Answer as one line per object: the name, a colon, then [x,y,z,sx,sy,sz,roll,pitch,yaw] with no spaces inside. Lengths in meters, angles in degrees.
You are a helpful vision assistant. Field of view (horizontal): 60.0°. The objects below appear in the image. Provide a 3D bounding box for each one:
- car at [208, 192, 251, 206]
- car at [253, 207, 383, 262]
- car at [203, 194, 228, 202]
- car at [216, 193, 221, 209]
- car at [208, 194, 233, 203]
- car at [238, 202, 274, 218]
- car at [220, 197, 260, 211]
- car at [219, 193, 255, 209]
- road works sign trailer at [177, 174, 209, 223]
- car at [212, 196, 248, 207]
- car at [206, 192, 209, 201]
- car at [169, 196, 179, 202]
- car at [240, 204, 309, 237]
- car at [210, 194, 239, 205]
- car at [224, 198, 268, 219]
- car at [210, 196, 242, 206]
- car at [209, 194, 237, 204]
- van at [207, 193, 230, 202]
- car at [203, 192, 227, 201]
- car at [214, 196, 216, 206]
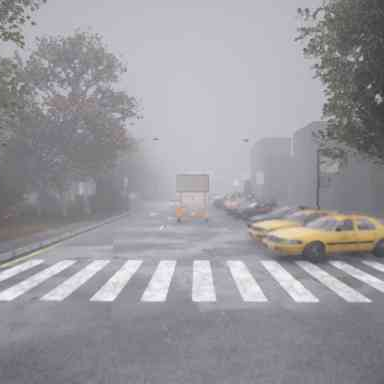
car: [5.459,1.157,42.029,5.566,2.045,2.435,1,0,-20]
car: [5.147,1.484,11.976,5.366,1.575,1.946,1,0,-20]
car: [5.518,1.400,78.026,5.366,1.575,1.946,1,0,-20]
car: [5.460,1.294,36.055,4.553,1.767,2.185,1,0,-20]
car: [5.671,1.273,66.078,4.553,1.767,2.185,1,0,-20]
car: [5.344,1.471,18.042,4.892,1.521,2.231,1,0,-20]
car: [5.362,1.463,30.034,4.792,1.488,2.163,1,0,-20]
car: [5.441,1.301,33.053,4.553,1.767,2.185,1,0,-20]
road works sign trailer: [0.064,0.427,24.788,2.380,3.560,2.880,0,0,0]
car: [5.484,1.430,48.045,4.792,1.488,2.163,1,0,-20]
car: [5.512,1.147,51.046,5.566,2.045,2.435,1,0,-20]
car: [-3.761,1.508,70.899,1.895,1.301,4.718,0,0,0]
car: [5.153,1.475,14.978,5.366,1.575,1.946,1,0,-20]
car: [5.547,1.270,57.060,4.553,1.767,2.185,1,0,-20]
car: [5.376,1.482,27.042,4.674,1.452,2.002,1,0,-20]
car: [5.531,1.426,54.046,4.792,1.488,2.163,1,0,-20]
car: [5.567,1.270,60.061,4.553,1.767,2.185,1,0,-20]
van: [5.780,1.178,72.126,4.442,1.987,1.878,1,0,-20]
car: [5.734,1.158,84.118,5.566,2.045,2.435,1,0,-20]
car: [5.444,1.454,39.052,4.674,1.452,2.002,1,0,-20]
